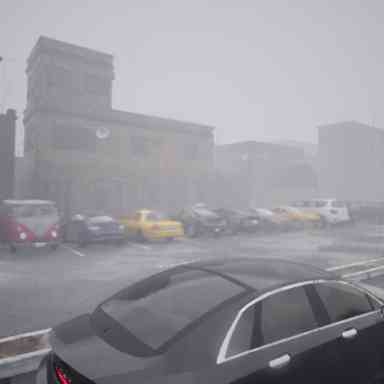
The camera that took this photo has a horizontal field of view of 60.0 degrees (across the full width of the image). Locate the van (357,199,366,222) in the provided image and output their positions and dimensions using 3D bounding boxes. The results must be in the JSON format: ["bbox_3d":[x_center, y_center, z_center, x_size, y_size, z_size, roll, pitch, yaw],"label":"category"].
[{"bbox_3d":[11.025,1.584,26.609,1.878,1.987,4.442,1,-1,-36],"label":"van"}]

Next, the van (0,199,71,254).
[{"bbox_3d":[-6.687,1.295,13.671,1.878,1.987,4.442,1,0,-35],"label":"van"}]

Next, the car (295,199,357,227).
[{"bbox_3d":[8.832,1.518,24.934,2.435,2.045,5.566,1,-1,-36],"label":"car"}]

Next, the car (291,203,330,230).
[{"bbox_3d":[6.600,1.730,23.312,2.097,1.535,5.008,1,-1,-36],"label":"car"}]

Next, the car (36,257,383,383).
[{"bbox_3d":[0.929,1.536,3.794,4.892,1.490,1.837,1,0,-35],"label":"car"}]

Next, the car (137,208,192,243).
[{"bbox_3d":[-2.478,1.582,17.049,1.946,1.575,5.366,1,-1,-36],"label":"car"}]

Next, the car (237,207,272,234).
[{"bbox_3d":[2.099,1.685,20.126,2.163,1.488,4.792,1,-1,-36],"label":"car"}]

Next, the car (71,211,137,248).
[{"bbox_3d":[-4.613,1.591,15.293,2.002,1.452,4.674,1,0,-36],"label":"car"}]

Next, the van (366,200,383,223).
[{"bbox_3d":[15.510,1.667,29.813,1.878,1.987,4.442,1,-1,-36],"label":"van"}]

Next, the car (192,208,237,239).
[{"bbox_3d":[-0.124,1.621,18.494,2.231,1.521,4.892,1,-1,-36],"label":"car"}]

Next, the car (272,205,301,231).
[{"bbox_3d":[4.357,1.732,21.706,2.002,1.452,4.674,1,-1,-36],"label":"car"}]
